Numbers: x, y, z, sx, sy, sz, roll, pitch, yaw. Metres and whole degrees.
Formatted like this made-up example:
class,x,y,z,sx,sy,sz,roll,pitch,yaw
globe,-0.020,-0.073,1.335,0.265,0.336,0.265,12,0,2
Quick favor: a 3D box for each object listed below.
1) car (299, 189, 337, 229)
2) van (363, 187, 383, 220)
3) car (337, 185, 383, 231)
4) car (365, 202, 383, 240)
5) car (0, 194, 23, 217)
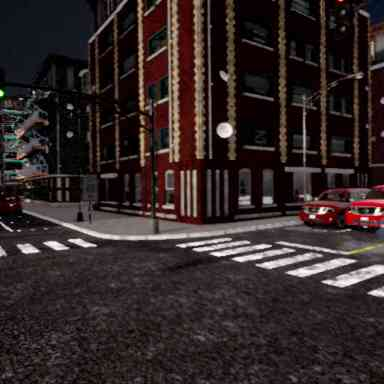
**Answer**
class,x,y,z,sx,sy,sz,roll,pitch,yaw
car,7.734,0.769,17.164,5.009,1.841,2.192,-2,2,-35
van,12.361,0.622,20.415,3.998,1.788,1.690,-2,2,-35
car,9.376,0.675,15.311,5.566,2.045,2.150,-2,1,-35
car,8.732,1.090,11.682,5.357,1.411,2.033,-2,1,-31
car,-16.616,1.187,30.109,2.192,1.841,5.009,-1,1,-34
